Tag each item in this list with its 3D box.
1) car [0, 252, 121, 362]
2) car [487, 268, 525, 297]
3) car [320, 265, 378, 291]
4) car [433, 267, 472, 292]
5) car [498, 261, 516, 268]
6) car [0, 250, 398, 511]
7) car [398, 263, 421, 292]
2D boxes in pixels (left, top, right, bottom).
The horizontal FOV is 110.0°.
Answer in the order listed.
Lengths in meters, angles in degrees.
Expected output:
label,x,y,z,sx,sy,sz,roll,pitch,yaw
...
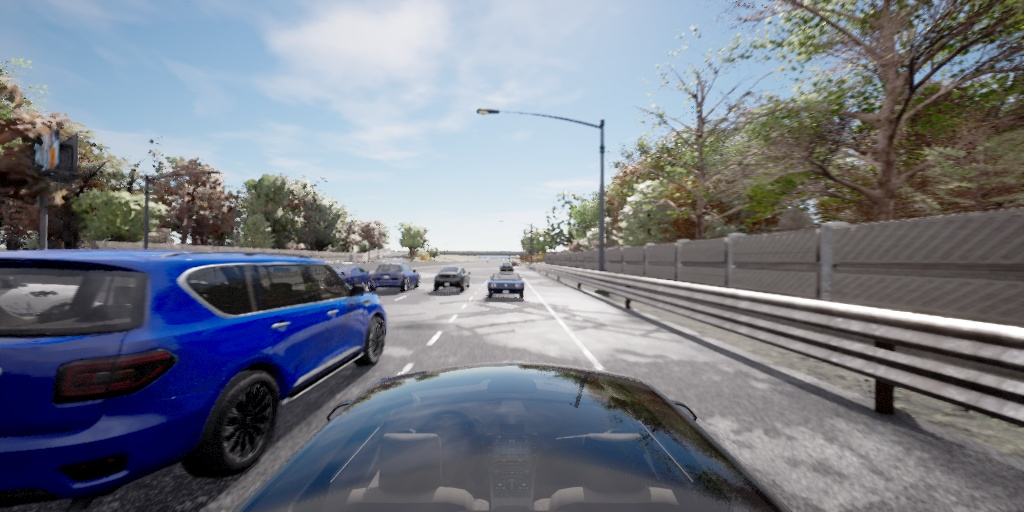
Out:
label,x,y,z,sx,sy,sz,roll,pitch,yaw
car,-10.521,0.930,5.889,2.150,2.045,5.566,0,0,-1
car,-0.332,1.514,19.991,1.895,1.301,4.718,0,-1,-1
car,-10.792,1.398,24.153,1.812,1.442,4.674,0,-1,-1
car,-3.776,1.420,23.086,1.837,1.490,4.892,0,-1,-1
car,-0.753,1.694,48.600,1.837,1.490,4.892,0,-1,-1
car,-3.517,0.974,4.854,2.150,2.045,5.566,0,0,-1
car,-7.271,1.238,22.777,2.097,1.767,4.553,0,-1,-1
